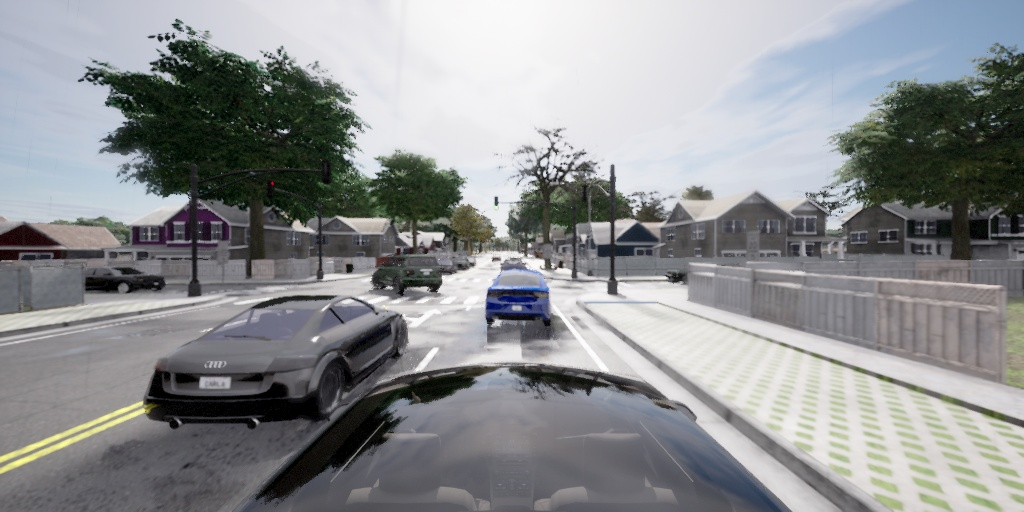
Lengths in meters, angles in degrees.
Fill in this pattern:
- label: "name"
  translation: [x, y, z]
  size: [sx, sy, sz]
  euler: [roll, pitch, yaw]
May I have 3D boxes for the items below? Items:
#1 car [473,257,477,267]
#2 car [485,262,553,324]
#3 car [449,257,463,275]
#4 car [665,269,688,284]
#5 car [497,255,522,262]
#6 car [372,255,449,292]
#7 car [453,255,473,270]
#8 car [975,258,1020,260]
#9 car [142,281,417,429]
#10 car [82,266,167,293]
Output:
- label: "car"
  translation: [-6.554, 0.867, 55.678]
  size: [2.033, 1.411, 5.357]
  euler: [0, 1, 0]
- label: "car"
  translation: [0.311, 1.180, 11.897]
  size: [1.882, 1.535, 5.008]
  euler: [1, 1, 4]
- label: "car"
  translation: [-6.596, 1.106, 35.960]
  size: [2.033, 1.411, 5.357]
  euler: [0, 0, 0]
- label: "car"
  translation: [12.723, 1.161, 23.660]
  size: [4.718, 1.301, 1.895]
  euler: [0, 0, 1]
- label: "car"
  translation: [0.097, 0.956, 28.977]
  size: [2.097, 1.767, 4.553]
  euler: [0, 0, 0]
- label: "car"
  translation: [-5.926, 0.954, 20.024]
  size: [2.150, 2.045, 5.566]
  euler: [1, -1, -38]
- label: "car"
  translation: [-6.579, 0.831, 45.398]
  size: [2.097, 1.767, 4.553]
  euler: [0, 1, 0]
- label: "car"
  translation: [32.405, 0.891, 24.181]
  size: [4.902, 1.511, 2.128]
  euler: [0, 0, -1]
- label: "car"
  translation: [-3.149, 1.305, 5.812]
  size: [1.994, 1.385, 4.181]
  euler: [0, 0, 0]
- label: "car"
  translation: [-22.581, 1.327, 20.399]
  size: [5.008, 1.535, 1.882]
  euler: [0, 0, 3]
